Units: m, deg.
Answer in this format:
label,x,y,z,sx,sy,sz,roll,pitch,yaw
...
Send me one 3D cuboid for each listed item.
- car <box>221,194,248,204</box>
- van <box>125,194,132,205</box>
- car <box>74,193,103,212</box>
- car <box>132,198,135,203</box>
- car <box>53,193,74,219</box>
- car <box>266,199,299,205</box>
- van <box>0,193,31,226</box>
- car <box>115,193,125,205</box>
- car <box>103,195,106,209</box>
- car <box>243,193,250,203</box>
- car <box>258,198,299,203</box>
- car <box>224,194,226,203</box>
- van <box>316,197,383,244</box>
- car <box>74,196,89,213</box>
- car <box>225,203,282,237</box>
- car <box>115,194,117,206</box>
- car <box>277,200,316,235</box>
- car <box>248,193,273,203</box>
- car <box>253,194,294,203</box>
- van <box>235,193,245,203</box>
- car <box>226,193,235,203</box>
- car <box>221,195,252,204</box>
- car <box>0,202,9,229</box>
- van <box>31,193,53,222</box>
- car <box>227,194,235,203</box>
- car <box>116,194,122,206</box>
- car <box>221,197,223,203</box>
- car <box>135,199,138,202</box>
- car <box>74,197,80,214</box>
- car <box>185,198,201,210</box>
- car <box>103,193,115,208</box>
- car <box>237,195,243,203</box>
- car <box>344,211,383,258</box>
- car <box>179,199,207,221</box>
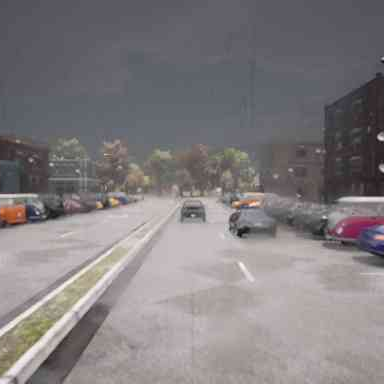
label,x,y,z,sx,sy,sz,roll,pitch,yaw
car,7.578,1.194,59.999,4.553,1.767,2.185,0,0,0
van,-12.429,1.131,53.487,4.442,1.987,1.878,0,0,0
car,-12.523,1.111,34.030,5.566,2.045,2.435,0,0,0
car,-12.576,1.220,56.395,4.553,1.767,2.185,0,0,0
car,-12.582,1.119,25.818,5.566,2.045,2.435,0,0,0
car,7.623,1.388,21.389,4.892,1.521,2.231,0,0,0
van,-12.672,1.155,20.260,4.442,1.987,1.878,0,0,0
car,-12.578,1.236,48.051,4.553,1.767,2.185,0,0,0
car,-12.736,1.358,36.934,5.366,1.575,1.946,0,0,0
car,7.654,1.239,32.418,4.553,1.767,2.185,0,0,0
car,7.621,1.381,24.147,4.892,1.521,2.231,0,0,0
car,7.621,1.356,48.961,4.892,1.521,2.231,0,0,0
van,7.516,1.190,12.994,4.442,1.987,1.878,0,0,0
car,-12.549,1.403,31.311,4.674,1.452,2.002,0,0,0
car,3.090,1.483,17.570,1.994,1.385,4.181,0,0,0
car,-12.555,1.362,42.492,4.892,1.521,2.231,0,0,0
car,7.624,1.397,18.633,4.892,1.521,2.231,0,0,0
car,7.656,1.244,29.661,4.553,1.767,2.185,0,0,0
car,7.595,1.248,26.903,4.553,1.767,2.185,0,0,0
van,7.504,1.134,37.933,4.442,1.987,1.878,0,0,0
car,7.646,1.106,43.448,5.566,2.045,2.435,0,0,0
car,7.616,1.333,57.237,5.008,1.535,2.097,0,0,0
car,-12.553,1.428,17.356,4.674,1.452,2.002,0,0,0
van,-12.438,1.148,23.037,4.442,1.987,1.878,0,0,0
car,7.434,1.356,40.690,5.366,1.575,1.946,0,0,0
car,-12.543,1.361,45.147,5.008,1.535,2.097,0,0,0
car,7.610,1.381,54.481,4.674,1.452,2.002,0,0,0
car,-12.514,1.345,61.831,4.792,1.488,2.163,0,0,0
car,-12.550,1.406,28.597,4.674,1.452,2.002,0,0,0
car,0.079,1.479,42.073,1.895,1.301,4.718,0,0,0
car,-12.579,1.110,39.714,5.566,2.045,2.435,0,0,0
car,7.627,1.362,35.175,5.008,1.535,2.097,0,0,0
car,7.632,1.466,10.363,4.674,1.452,2.002,0,0,0
car,0.087,1.401,25.740,1.837,1.490,4.892,0,0,0
